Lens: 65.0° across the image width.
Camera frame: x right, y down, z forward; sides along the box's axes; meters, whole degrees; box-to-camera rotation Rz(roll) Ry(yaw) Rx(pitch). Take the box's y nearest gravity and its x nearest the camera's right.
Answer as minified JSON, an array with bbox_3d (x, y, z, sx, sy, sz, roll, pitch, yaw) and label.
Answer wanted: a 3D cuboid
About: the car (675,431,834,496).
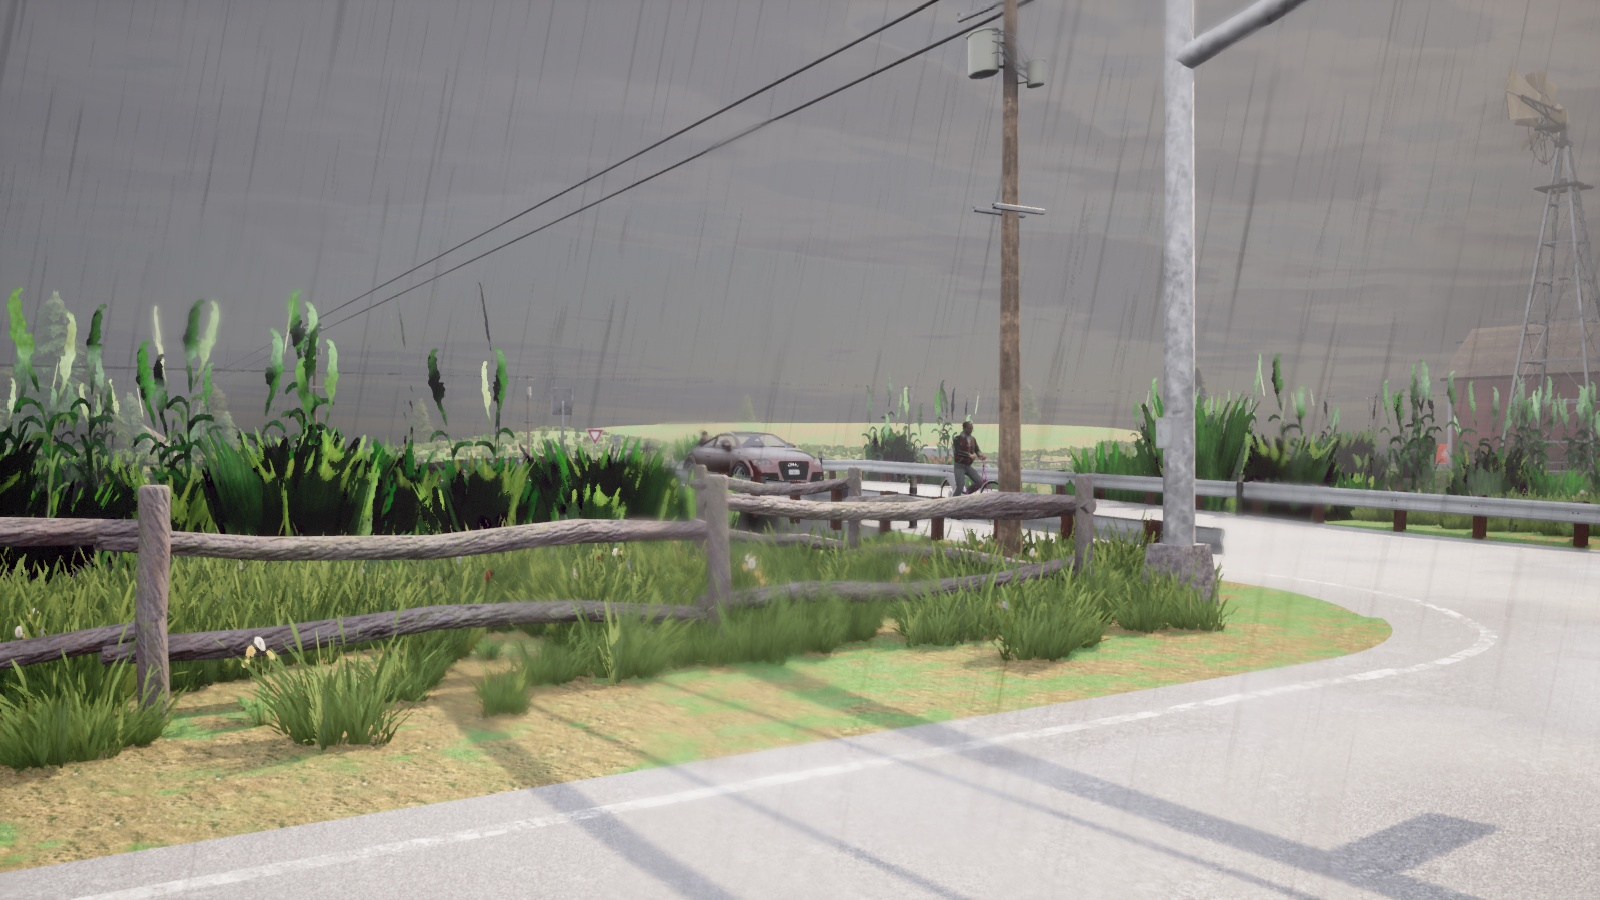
[{"bbox_3d":[-1.154,0.274,29.756,1.994,1.385,4.181,0,1,-31],"label":"car"}]

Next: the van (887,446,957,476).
[{"bbox_3d":[8.124,0.719,83.436,4.442,1.987,1.775,0,0,-32],"label":"van"}]

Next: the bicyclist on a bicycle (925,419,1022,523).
[{"bbox_3d":[3.128,0.348,22.816,0.659,1.776,1.843,0,2,-32],"label":"bicyclist on a bicycle"}]

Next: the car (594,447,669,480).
[{"bbox_3d":[-9.687,0.773,72.319,3.866,1.878,1.905,0,0,-32],"label":"car"}]
